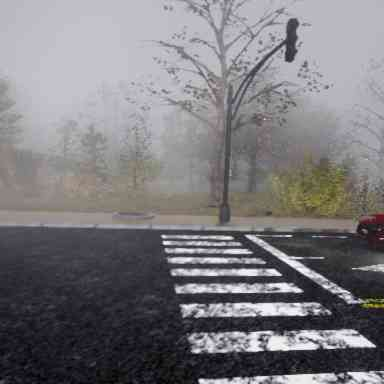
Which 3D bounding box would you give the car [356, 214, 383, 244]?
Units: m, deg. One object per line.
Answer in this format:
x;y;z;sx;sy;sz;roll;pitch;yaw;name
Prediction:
8.401;1.163;11.766;5.008;1.535;1.882;2;3;-8;car
